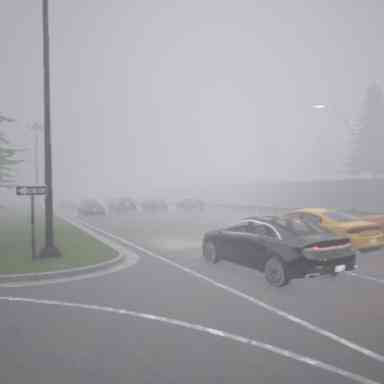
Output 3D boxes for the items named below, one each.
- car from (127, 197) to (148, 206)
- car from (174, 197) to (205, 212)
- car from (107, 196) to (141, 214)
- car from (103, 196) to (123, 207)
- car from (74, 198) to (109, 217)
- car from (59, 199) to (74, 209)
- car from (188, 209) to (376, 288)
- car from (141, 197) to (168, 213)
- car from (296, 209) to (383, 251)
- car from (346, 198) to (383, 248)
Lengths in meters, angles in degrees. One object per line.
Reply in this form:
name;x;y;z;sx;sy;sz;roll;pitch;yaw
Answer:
car;-8.736;1.510;52.730;1.895;1.301;4.718;-1;0;-27
car;-0.344;1.348;36.559;1.837;1.490;4.892;-1;0;-27
car;-7.377;1.316;34.914;2.097;1.767;4.553;-1;0;-27
car;-12.531;1.476;52.443;1.837;1.490;4.892;-1;0;-27
car;-9.641;1.578;31.686;1.994;1.385;4.181;-1;0;-27
car;-18.053;1.680;47.891;1.895;1.301;4.718;-1;0;-27
car;2.024;1.414;9.209;2.128;1.511;4.902;-1;0;-27
car;-4.259;1.398;36.505;2.128;1.511;4.902;-1;0;-27
car;4.365;1.349;12.295;1.882;1.535;5.008;-1;0;-27
car;8.346;1.160;12.216;2.097;1.767;4.553;-1;0;-27
